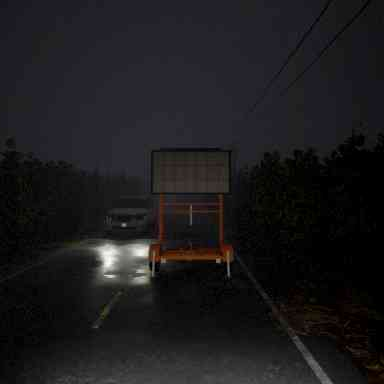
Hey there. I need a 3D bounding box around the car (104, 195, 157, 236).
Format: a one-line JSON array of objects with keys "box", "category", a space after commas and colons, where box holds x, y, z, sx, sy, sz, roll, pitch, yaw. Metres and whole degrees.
[{"box": [-3.258, 1.221, 18.665, 2.150, 2.045, 5.566, 0, 0, 0], "category": "car"}]

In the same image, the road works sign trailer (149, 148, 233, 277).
[{"box": [-0.031, 0.464, 10.200, 2.380, 3.560, 2.880, 0, 0, 0], "category": "road works sign trailer"}]
